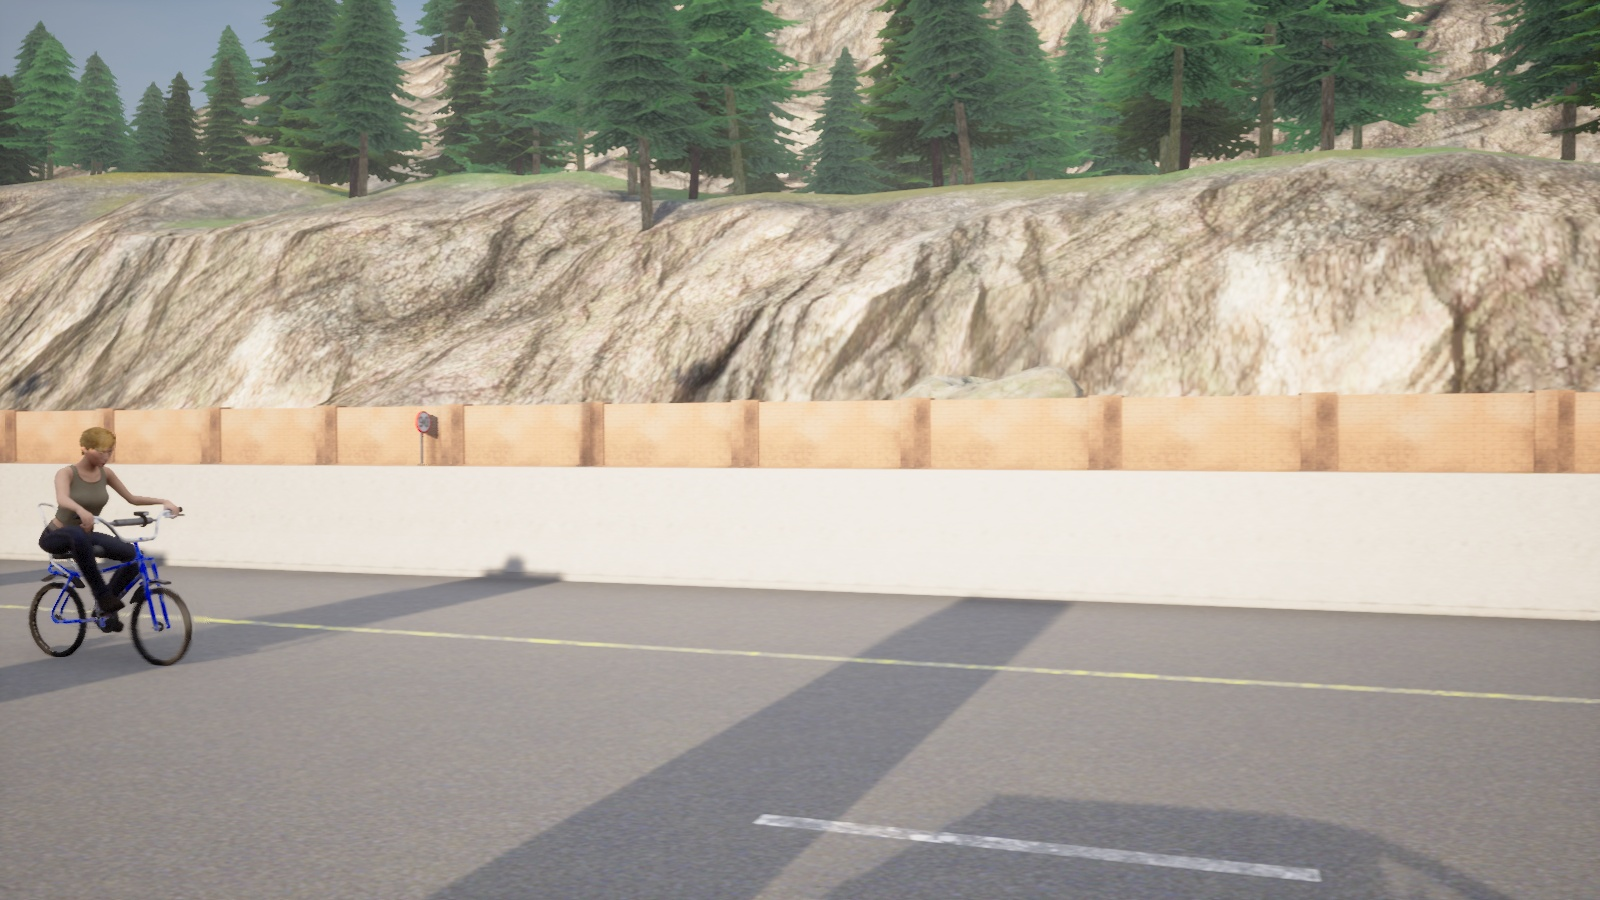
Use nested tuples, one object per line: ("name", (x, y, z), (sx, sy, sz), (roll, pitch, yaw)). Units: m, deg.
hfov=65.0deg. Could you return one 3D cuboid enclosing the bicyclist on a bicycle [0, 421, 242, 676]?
("bicyclist on a bicycle", (-4.737, 0.610, 8.589), (1.509, 1.612, 0.866), (1, 1, 21))
